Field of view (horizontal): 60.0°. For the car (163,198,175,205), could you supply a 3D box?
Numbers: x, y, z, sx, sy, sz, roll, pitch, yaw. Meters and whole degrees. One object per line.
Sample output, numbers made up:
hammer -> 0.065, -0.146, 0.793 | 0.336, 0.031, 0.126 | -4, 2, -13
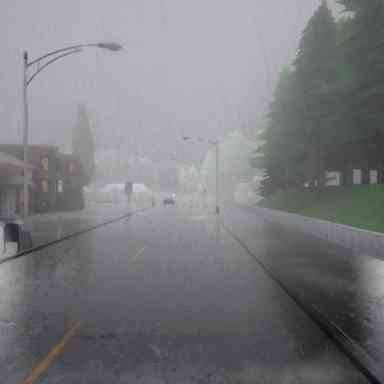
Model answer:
car -> -4.000, 1.654, 57.910 | 1.895, 1.301, 4.718 | 0, 0, 0
